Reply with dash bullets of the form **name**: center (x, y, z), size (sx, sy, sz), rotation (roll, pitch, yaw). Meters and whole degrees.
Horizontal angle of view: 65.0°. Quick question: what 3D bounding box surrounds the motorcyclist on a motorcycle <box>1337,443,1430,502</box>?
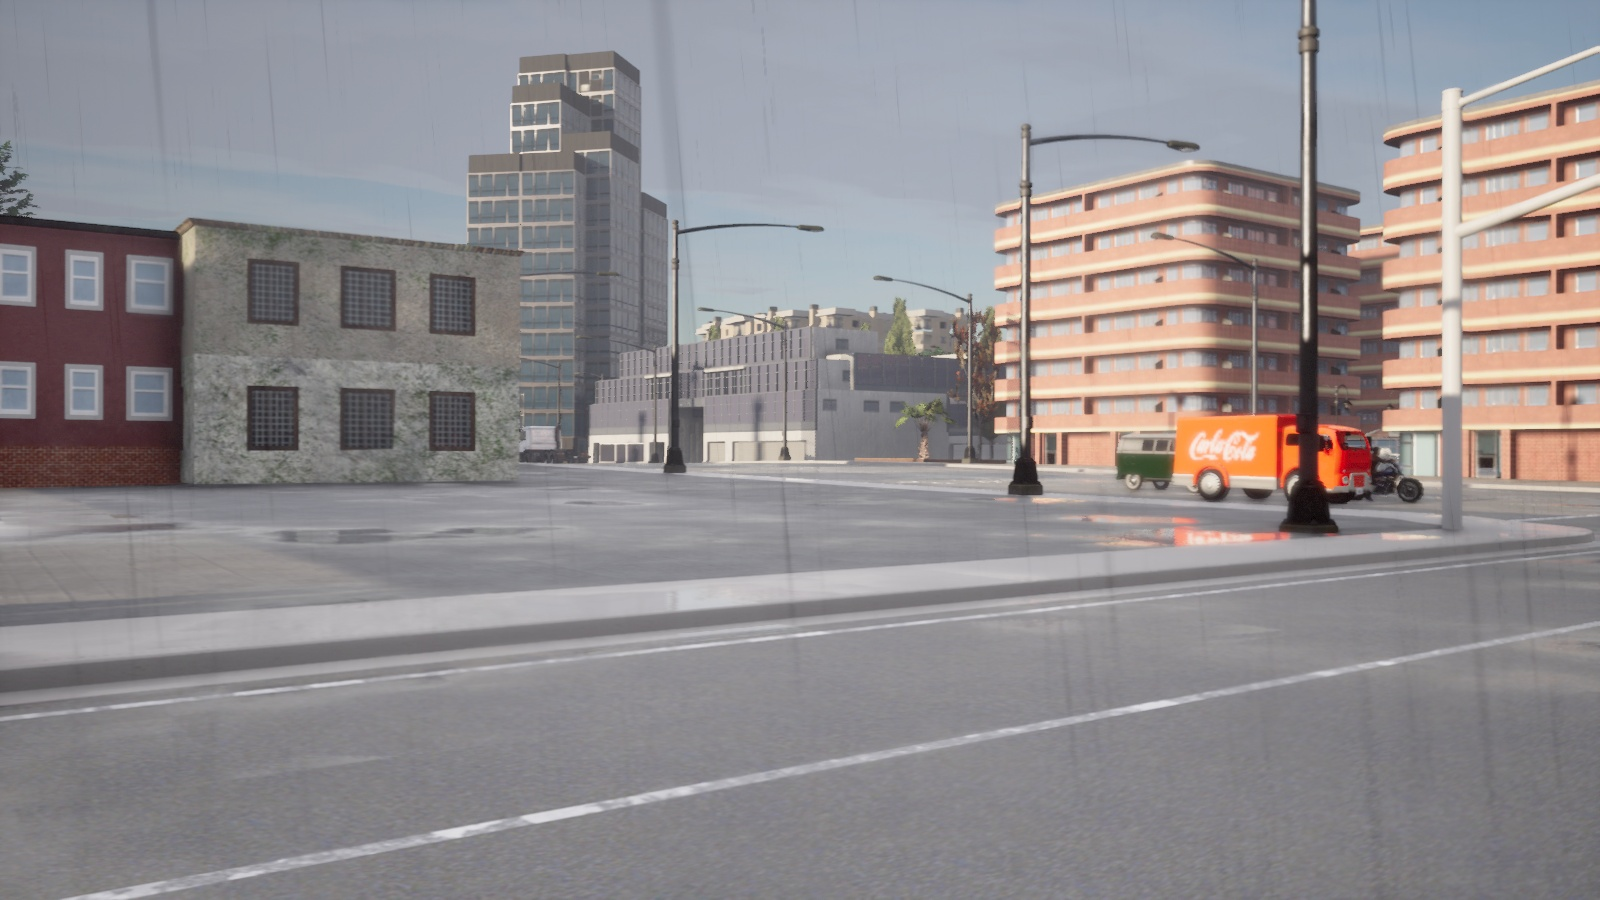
- **motorcyclist on a motorcycle**: center (16.939, 0.632, 36.502), size (0.766, 1.649, 2.350), rotation (0, 1, -36)

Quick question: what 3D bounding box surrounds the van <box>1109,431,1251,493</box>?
- **van**: center (12.793, 0.363, 42.510), size (1.775, 1.987, 4.442), rotation (0, 1, -35)

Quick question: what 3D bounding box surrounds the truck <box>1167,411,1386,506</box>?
- **truck**: center (13.381, 0.187, 35.580), size (2.627, 2.467, 5.204), rotation (0, 1, -35)
